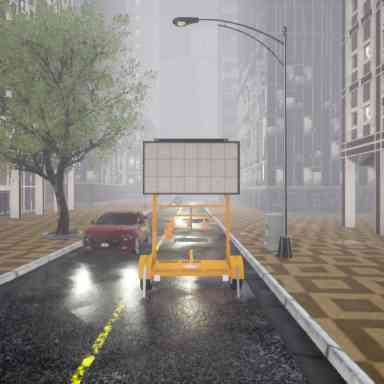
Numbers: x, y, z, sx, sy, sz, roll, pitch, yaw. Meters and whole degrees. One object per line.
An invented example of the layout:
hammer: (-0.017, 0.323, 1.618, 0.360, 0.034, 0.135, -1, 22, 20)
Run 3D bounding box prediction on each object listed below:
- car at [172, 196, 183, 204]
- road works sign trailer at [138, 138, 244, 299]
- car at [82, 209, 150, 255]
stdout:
car: (-2.884, 1.605, 65.687, 1.812, 1.442, 4.674, 0, 0, 0)
road works sign trailer: (-0.019, 0.464, 8.414, 2.380, 3.560, 2.880, 0, 0, 0)
car: (-2.880, 1.478, 13.481, 1.882, 1.535, 5.008, 0, 0, 0)
